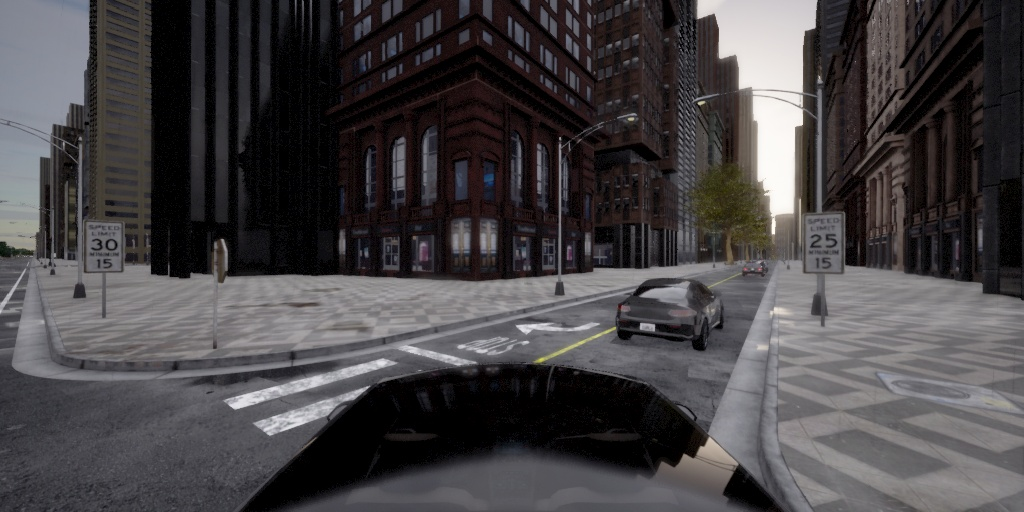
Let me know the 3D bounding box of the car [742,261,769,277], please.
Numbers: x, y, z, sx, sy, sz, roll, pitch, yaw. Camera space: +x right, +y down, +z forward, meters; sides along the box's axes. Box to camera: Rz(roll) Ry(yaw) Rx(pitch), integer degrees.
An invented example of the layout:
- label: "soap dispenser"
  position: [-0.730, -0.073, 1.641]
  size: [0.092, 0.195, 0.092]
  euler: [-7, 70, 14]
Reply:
- label: "car"
  position: [24.536, 1.326, 36.332]
  size: [2.033, 1.411, 5.357]
  euler: [0, 0, 37]

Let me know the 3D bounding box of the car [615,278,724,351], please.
- label: "car"
  position: [4.126, 1.279, 9.120]
  size: [1.812, 1.442, 4.674]
  euler: [0, 0, 37]
